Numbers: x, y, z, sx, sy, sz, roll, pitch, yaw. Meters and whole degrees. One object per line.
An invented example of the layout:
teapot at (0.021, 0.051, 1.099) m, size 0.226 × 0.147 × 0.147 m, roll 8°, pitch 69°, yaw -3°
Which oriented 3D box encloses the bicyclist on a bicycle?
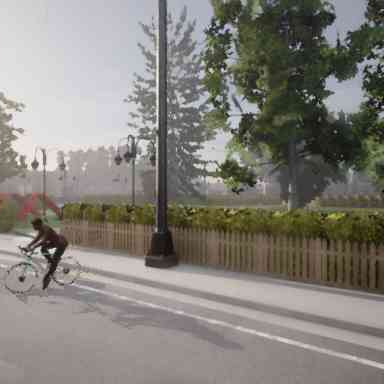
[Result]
bicyclist on a bicycle at (-3.353, 1.416, 7.569) m, size 1.656 × 1.620 × 0.582 m, roll -1°, pitch 1°, yaw -40°

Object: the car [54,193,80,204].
car at (-22.962, 1.147, 59.881) m, size 2.150 × 2.045 × 5.566 m, roll 0°, pitch 0°, yaw 36°
